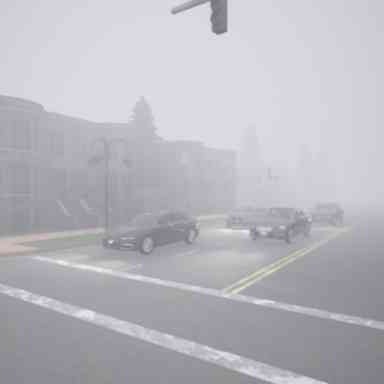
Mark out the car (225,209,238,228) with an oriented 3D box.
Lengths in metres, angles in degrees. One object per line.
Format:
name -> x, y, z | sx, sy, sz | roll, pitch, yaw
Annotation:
car -> 3.823, 1.594, 21.764 | 1.994, 1.385, 4.181 | 0, 0, 34

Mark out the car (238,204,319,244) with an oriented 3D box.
car -> 4.407, 1.518, 16.315 | 2.128, 1.511, 4.902 | 0, 0, 34

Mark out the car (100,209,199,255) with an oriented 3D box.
car -> -1.525, 1.517, 13.695 | 1.837, 1.490, 4.892 | 0, 0, 33

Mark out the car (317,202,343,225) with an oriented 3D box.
car -> 9.829, 1.550, 24.458 | 1.837, 1.490, 4.892 | 0, 0, 34
